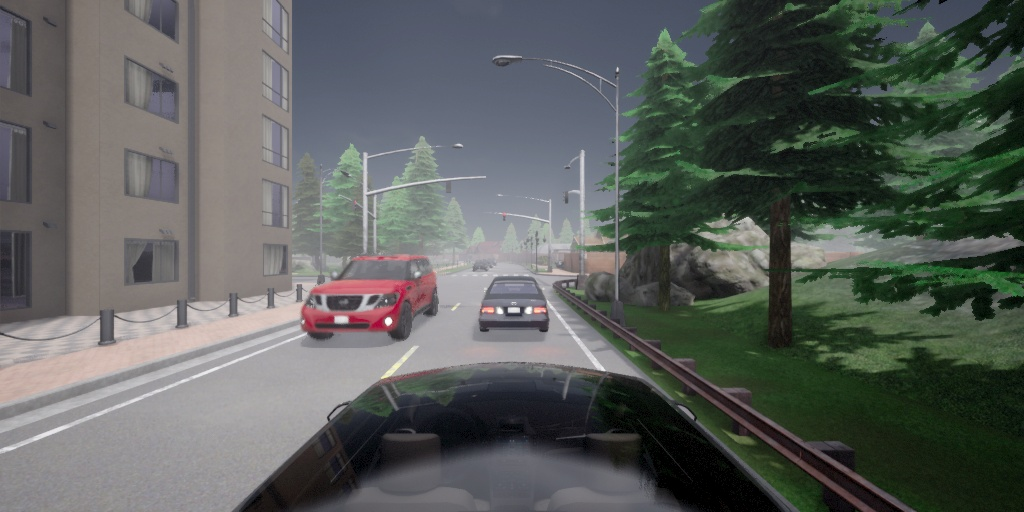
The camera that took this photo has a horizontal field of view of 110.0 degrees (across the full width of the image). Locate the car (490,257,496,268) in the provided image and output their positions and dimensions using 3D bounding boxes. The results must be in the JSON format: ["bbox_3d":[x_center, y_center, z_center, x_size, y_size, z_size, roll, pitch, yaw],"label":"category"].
[{"bbox_3d":[-4.059,1.226,57.110,1.837,1.490,4.892,0,0,0],"label":"car"}]

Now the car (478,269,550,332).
[{"bbox_3d":[0.068,1.297,10.802,2.033,1.411,5.357,0,0,1],"label":"car"}]

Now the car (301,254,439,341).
[{"bbox_3d":[-3.582,0.971,10.252,2.150,2.045,5.566,0,0,0],"label":"car"}]

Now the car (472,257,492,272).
[{"bbox_3d":[-3.999,1.225,46.360,1.837,1.490,4.892,0,0,0],"label":"car"}]
